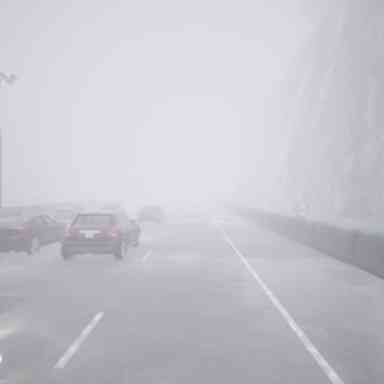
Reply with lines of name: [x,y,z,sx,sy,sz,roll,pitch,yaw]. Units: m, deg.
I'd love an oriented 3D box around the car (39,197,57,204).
car: [-27.589,1.696,65.232,1.994,1.385,4.181,0,1,0]

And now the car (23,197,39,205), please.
car: [-31.089,1.693,65.256,2.033,1.411,5.357,0,1,0]

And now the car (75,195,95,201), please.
car: [-20.591,1.480,65.228,2.097,1.767,4.553,0,1,0]

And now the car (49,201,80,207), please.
car: [-10.309,1.778,28.805,1.812,1.442,4.674,0,0,1]

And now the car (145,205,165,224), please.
car: [-3.334,1.778,27.408,2.033,1.411,5.357,0,0,1]

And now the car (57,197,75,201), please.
car: [-24.089,1.687,65.208,1.994,1.385,4.181,0,1,0]

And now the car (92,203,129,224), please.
car: [-6.815,1.750,28.387,1.837,1.490,4.892,0,0,1]

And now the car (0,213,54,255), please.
car: [-6.905,1.646,14.141,1.882,1.535,5.008,0,0,1]

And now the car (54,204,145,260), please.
car: [-3.417,1.504,13.313,2.097,1.767,4.553,0,-1,1]
